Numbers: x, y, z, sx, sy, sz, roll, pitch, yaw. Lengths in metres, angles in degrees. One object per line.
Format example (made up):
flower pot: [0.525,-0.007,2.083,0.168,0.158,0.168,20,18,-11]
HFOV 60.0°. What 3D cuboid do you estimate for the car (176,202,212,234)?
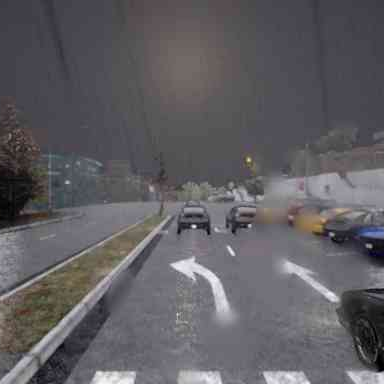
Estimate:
car: [0.099,1.558,19.654,1.837,1.490,4.892,0,0,0]

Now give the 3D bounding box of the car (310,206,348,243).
car: [8.061,1.524,14.599,4.892,1.521,2.231,1,-1,-20]

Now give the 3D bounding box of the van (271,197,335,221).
van: [7.961,1.335,23.504,4.442,1.987,1.878,1,0,-20]

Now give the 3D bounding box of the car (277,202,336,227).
car: [8.093,1.579,20.576,4.792,1.488,2.163,1,-1,-20]

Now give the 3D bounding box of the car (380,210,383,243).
car: [8.098,1.252,8.650,5.566,2.045,2.435,1,0,-20]

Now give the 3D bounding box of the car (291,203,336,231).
car: [8.241,1.535,17.646,5.366,1.575,1.946,1,-1,-20]

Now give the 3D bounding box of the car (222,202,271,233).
car: [3.097,1.559,20.017,1.837,1.490,4.892,0,0,0]

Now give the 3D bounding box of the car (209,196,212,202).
car: [7.886,2.006,87.674,5.366,1.575,1.946,1,-1,-20]

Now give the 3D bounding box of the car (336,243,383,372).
car: [3.100,1.549,2.597,2.033,1.411,5.357,0,0,0]

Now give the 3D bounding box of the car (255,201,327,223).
car: [7.894,1.571,26.462,5.366,1.575,1.946,1,0,-20]

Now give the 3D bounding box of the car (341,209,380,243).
car: [8.074,1.512,11.614,5.008,1.535,2.097,1,0,-20]

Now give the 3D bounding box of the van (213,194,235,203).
van: [7.954,1.534,78.772,4.442,1.987,1.878,1,-1,-20]
